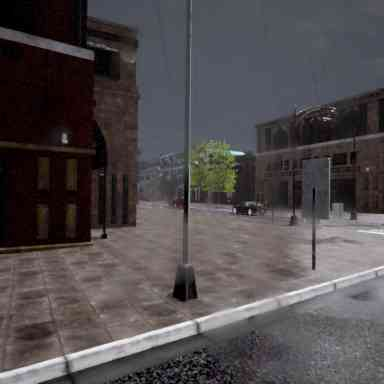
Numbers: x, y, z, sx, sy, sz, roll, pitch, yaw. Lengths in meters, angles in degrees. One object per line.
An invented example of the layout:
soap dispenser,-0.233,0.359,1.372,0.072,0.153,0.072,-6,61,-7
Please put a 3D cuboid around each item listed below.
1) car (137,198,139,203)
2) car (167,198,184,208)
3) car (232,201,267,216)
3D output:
car,-12.227,1.671,68.993,1.802,1.307,4.206,1,-1,-27
car,-2.191,1.628,49.300,1.887,1.381,4.507,1,-1,-27
car,5.761,1.628,33.759,2.008,1.369,4.403,1,-1,-27
